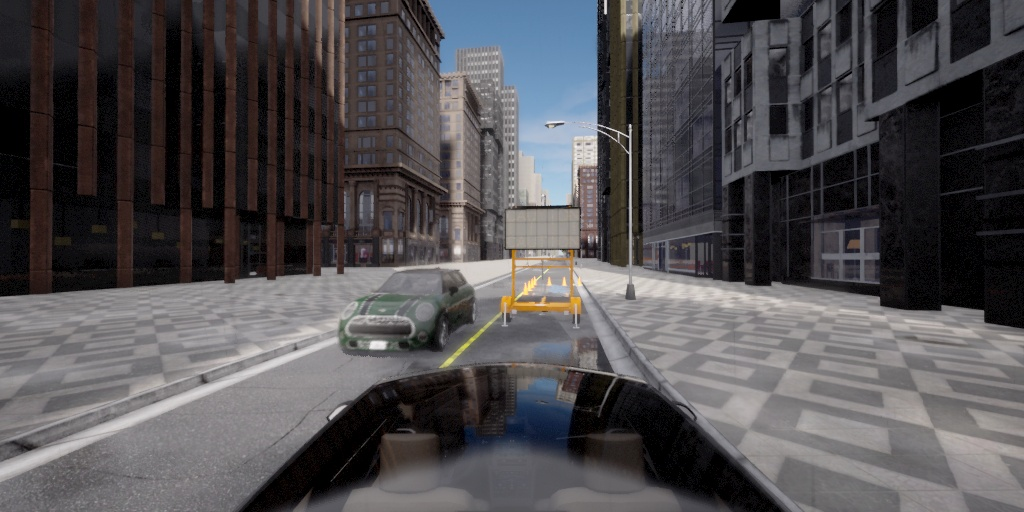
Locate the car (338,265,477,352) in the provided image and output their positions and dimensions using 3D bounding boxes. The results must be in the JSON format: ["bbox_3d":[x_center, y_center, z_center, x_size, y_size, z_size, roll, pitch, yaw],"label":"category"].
[{"bbox_3d":[-2.296,1.103,9.040,2.097,1.767,4.553,0,0,6],"label":"car"}]

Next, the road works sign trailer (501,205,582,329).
[{"bbox_3d":[0.976,0.211,11.411,2.380,3.560,2.880,0,0,8],"label":"road works sign trailer"}]
